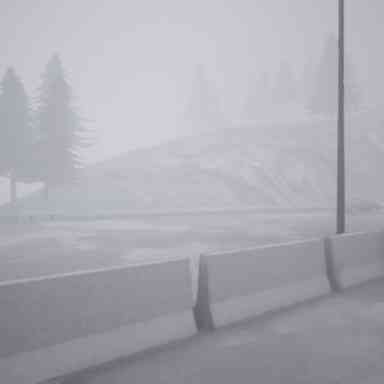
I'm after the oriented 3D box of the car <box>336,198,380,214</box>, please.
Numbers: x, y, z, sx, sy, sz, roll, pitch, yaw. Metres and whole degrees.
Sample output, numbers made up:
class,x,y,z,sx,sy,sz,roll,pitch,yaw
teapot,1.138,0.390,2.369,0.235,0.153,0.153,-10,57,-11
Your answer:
class,x,y,z,sx,sy,sz,roll,pitch,yaw
car,16.589,1.395,33.260,4.902,1.511,2.128,0,0,-24
